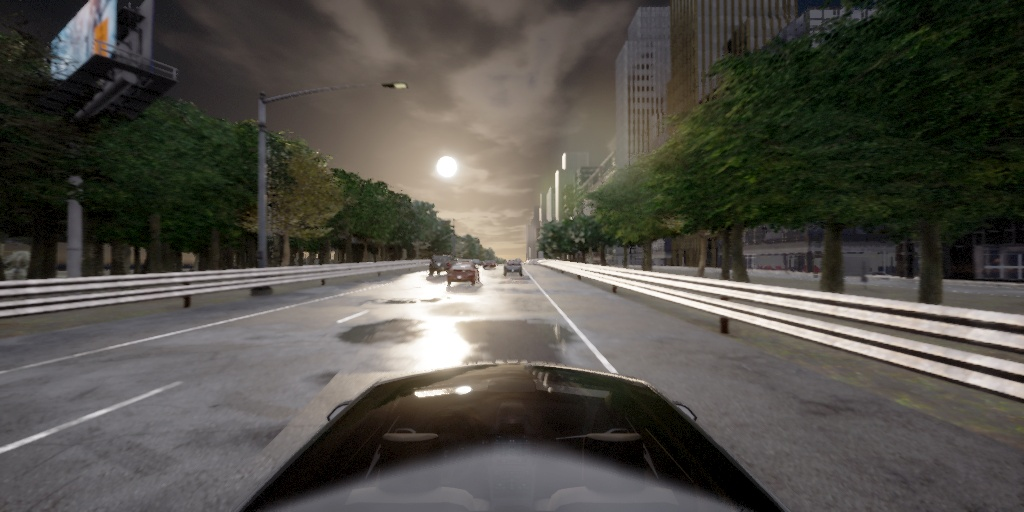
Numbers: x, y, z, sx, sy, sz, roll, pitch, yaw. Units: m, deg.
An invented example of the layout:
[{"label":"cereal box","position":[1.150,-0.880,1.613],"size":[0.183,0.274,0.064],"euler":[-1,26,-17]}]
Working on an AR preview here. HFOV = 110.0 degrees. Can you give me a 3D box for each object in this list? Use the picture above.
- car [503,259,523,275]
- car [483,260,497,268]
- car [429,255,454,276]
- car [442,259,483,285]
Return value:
[{"label":"car","position":[0.099,1.178,37.465],"size":[2.128,1.511,4.902],"euler":[0,0,0]},{"label":"car","position":[-3.402,1.245,55.912],"size":[1.895,1.301,4.718],"euler":[0,0,0]},{"label":"car","position":[-6.902,0.911,36.520],"size":[2.150,2.045,5.566],"euler":[0,0,0]},{"label":"car","position":[-3.401,1.206,25.669],"size":[1.882,1.535,5.008],"euler":[0,0,0]}]
